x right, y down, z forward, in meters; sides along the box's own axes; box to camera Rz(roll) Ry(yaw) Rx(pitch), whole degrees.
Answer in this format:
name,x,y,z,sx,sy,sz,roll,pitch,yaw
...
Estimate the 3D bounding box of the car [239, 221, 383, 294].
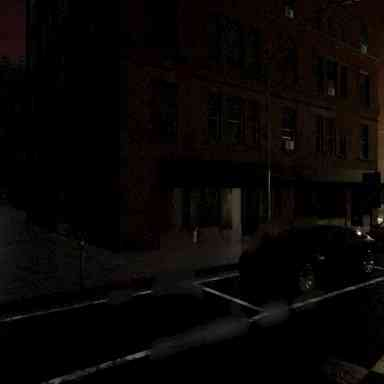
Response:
name,x,y,z,sx,sy,sz,roll,pitch,yaw
car,3.185,1.565,8.816,4.313,1.339,1.947,0,0,-36
